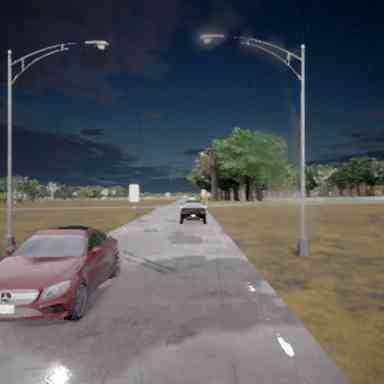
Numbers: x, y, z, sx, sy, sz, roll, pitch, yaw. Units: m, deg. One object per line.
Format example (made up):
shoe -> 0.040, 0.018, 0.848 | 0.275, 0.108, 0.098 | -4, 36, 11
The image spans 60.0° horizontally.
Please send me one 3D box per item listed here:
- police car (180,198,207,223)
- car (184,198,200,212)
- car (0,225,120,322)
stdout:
police car -> 0.092, 1.444, 25.504 | 1.930, 1.638, 5.238 | 0, 0, 0
car -> -0.002, 1.510, 39.994 | 1.801, 1.575, 5.366 | 0, 0, 0
car -> -2.841, 1.529, 7.387 | 1.812, 1.442, 4.674 | 0, 0, 0
